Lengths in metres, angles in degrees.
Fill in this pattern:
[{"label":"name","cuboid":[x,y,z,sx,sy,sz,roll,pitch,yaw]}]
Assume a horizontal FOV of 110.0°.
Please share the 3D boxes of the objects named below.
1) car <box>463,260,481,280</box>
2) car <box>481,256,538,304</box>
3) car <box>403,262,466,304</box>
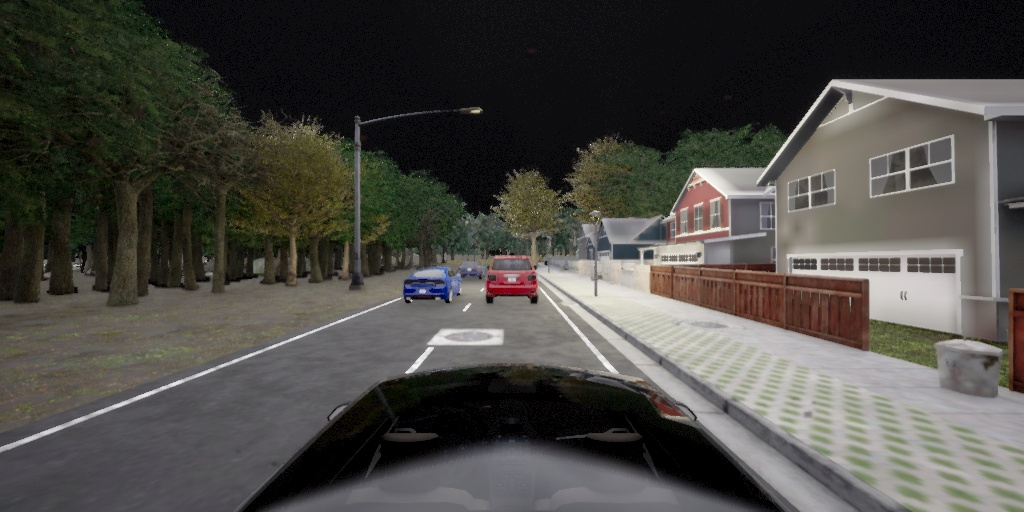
[{"label":"car","cuboid":[-3.500,1.115,31.473,2.097,1.767,4.553,0,0,0]},{"label":"car","cuboid":[0.000,1.008,16.532,2.150,2.045,5.566,0,0,0]},{"label":"car","cuboid":[-3.500,1.234,16.501,1.882,1.535,5.008,0,0,0]}]
